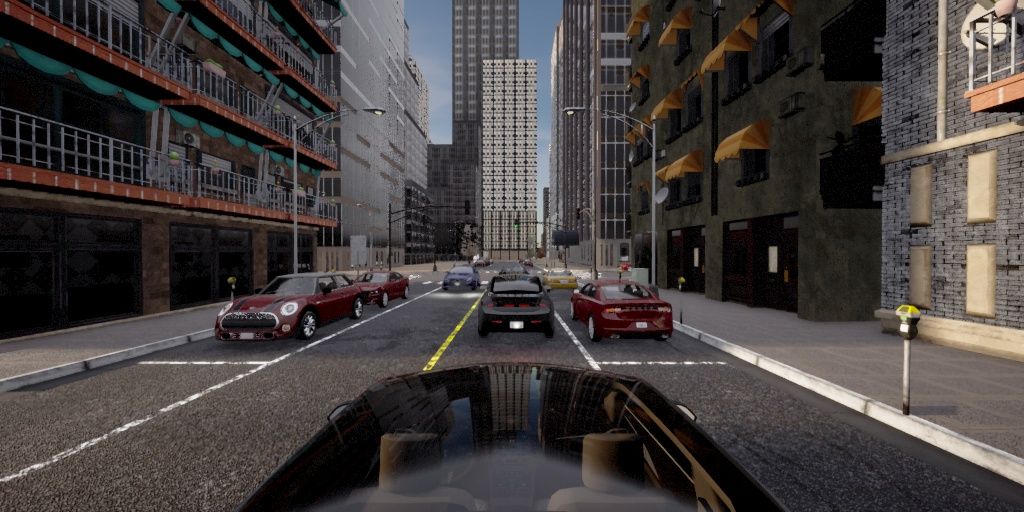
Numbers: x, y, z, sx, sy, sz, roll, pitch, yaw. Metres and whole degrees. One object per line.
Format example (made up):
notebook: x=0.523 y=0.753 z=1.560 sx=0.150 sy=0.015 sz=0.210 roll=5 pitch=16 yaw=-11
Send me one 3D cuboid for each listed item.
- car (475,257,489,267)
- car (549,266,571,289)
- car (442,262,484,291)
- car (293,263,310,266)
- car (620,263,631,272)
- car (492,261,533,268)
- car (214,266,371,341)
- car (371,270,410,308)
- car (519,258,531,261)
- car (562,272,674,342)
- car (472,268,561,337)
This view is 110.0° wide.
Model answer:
car: x=-5.644 y=1.292 z=64.242 sx=1.888 sy=1.381 sz=4.507 roll=0 pitch=0 yaw=0
car: x=2.703 y=1.273 z=20.878 sx=1.751 sy=1.417 sz=4.829 roll=0 pitch=0 yaw=0
car: x=-2.989 y=1.274 z=21.947 sx=1.812 sy=1.442 sz=4.674 roll=0 pitch=0 yaw=0
car: x=-23.806 y=1.495 z=39.550 sx=4.097 sy=1.591 sz=1.967 roll=0 pitch=0 yaw=0
car: x=14.291 y=1.006 z=39.842 sx=4.507 sy=1.381 sz=1.888 roll=0 pitch=0 yaw=0
car: x=0.113 y=1.240 z=21.491 sx=2.128 sy=1.511 sz=4.902 roll=0 pitch=0 yaw=0
car: x=-5.686 y=1.189 z=9.682 sx=1.967 sy=1.591 sz=4.097 roll=0 pitch=0 yaw=0
car: x=-5.682 y=1.293 z=15.205 sx=1.888 sy=1.381 sz=4.507 roll=0 pitch=0 yaw=0
car: x=2.736 y=1.187 z=64.234 sx=1.967 sy=1.591 sz=4.097 roll=0 pitch=0 yaw=0
car: x=2.695 y=1.294 z=9.661 sx=1.888 sy=1.381 sz=4.507 roll=0 pitch=0 yaw=0
car: x=0.106 y=1.254 z=10.246 sx=1.837 sy=1.490 sz=4.892 roll=0 pitch=0 yaw=0
